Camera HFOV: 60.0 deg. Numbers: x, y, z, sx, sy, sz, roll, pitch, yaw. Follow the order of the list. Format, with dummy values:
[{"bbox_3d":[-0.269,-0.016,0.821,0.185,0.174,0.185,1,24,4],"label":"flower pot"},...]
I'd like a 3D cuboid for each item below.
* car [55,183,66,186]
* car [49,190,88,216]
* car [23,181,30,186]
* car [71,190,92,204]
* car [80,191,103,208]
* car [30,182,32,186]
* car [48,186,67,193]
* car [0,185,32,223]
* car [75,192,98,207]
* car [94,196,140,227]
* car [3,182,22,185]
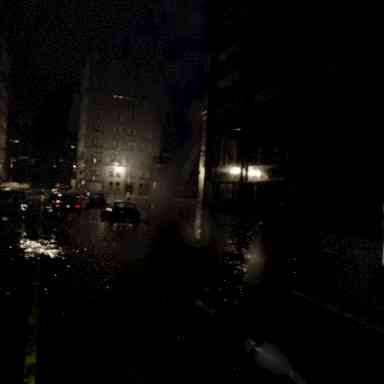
[{"bbox_3d":[-31.236,-1.010,80.211,2.192,1.841,5.009,3,1,-24],"label":"car"},{"bbox_3d":[-9.055,0.903,23.927,2.033,1.411,5.357,3,0,-24],"label":"car"},{"bbox_3d":[-38.967,-1.201,76.610,1.752,1.417,4.829,3,1,-24],"label":"car"},{"bbox_3d":[-13.405,0.547,40.086,1.887,1.381,4.507,3,0,-24],"label":"car"},{"bbox_3d":[-8.817,0.768,29.784,1.967,1.590,4.097,3,0,-24],"label":"car"},{"bbox_3d":[-41.335,-1.344,81.931,1.947,1.339,4.313,3,1,-24],"label":"car"},{"bbox_3d":[-14.784,0.441,36.751,2.128,1.511,4.902,3,0,-24],"label":"car"},{"bbox_3d":[-10.071,0.687,18.468,2.097,1.767,4.553,3,0,-24],"label":"car"},{"bbox_3d":[-11.116,0.747,34.936,1.802,1.307,4.206,3,0,-24],"label":"car"},{"bbox_3d":[-4.241,1.201,19.485,2.008,1.369,4.403,3,0,-24],"label":"car"},{"bbox_3d":[-25.761,-0.414,46.938,2.192,1.841,5.009,3,0,-24],"label":"car"}]
